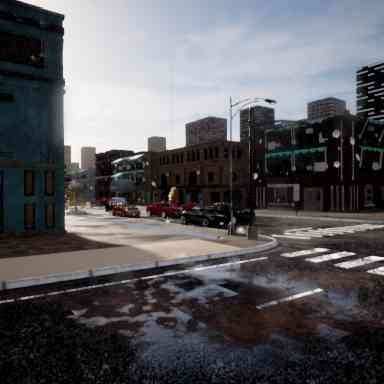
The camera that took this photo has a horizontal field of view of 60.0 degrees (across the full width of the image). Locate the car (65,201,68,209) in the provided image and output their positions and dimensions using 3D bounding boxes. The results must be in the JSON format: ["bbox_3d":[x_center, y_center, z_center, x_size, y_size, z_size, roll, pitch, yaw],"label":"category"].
[{"bbox_3d":[-23.040,2.231,58.438,1.752,1.417,4.829,-1,0,-35],"label":"car"}]

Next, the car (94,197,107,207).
[{"bbox_3d":[-16.306,1.938,63.420,2.192,1.841,5.009,-1,0,-35],"label":"car"}]

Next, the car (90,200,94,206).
[{"bbox_3d":[-19.499,2.225,67.938,1.887,1.381,4.507,-1,0,-35],"label":"car"}]

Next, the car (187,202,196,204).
[{"bbox_3d":[-0.306,1.902,40.835,1.802,1.307,4.206,-2,0,-35],"label":"car"}]

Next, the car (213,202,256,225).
[{"bbox_3d":[2.879,1.700,26.335,1.882,1.535,5.008,-1,0,-35],"label":"car"}]

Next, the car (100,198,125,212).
[{"bbox_3d":[-10.069,1.968,44.647,2.128,1.511,4.902,-1,0,-35],"label":"car"}]

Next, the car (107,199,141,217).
[{"bbox_3d":[-7.147,1.845,35.990,1.967,1.590,4.097,-1,0,-35],"label":"car"}]

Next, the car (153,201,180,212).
[{"bbox_3d":[-3.504,1.964,45.352,1.802,1.307,4.206,-2,0,-35],"label":"car"}]

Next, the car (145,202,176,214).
[{"bbox_3d":[-3.976,1.940,41.547,1.994,1.385,4.181,-1,0,-35],"label":"car"}]

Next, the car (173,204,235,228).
[{"bbox_3d":[0.776,1.813,24.596,1.947,1.339,4.313,-2,0,-35],"label":"car"}]

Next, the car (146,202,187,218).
[{"bbox_3d":[-2.987,1.816,34.616,1.882,1.535,5.008,-1,0,-35],"label":"car"}]
